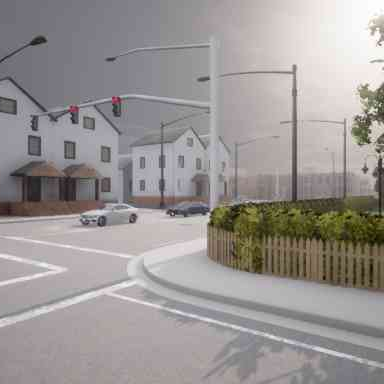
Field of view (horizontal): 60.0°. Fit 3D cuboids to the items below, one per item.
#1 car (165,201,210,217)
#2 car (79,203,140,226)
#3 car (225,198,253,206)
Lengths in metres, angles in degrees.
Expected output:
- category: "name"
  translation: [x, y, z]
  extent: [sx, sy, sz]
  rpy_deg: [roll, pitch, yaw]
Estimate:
- category: "car"
  translation: [-0.190, 1.547, 31.387]
  extent: [2.033, 1.411, 5.357]
  rpy_deg: [0, 0, 35]
- category: "car"
  translation: [-5.679, 1.526, 23.440]
  extent: [1.812, 1.442, 4.674]
  rpy_deg: [0, 0, 35]
- category: "car"
  translation: [5.690, 1.492, 39.875]
  extent: [2.128, 1.511, 4.902]
  rpy_deg: [0, 0, 35]
